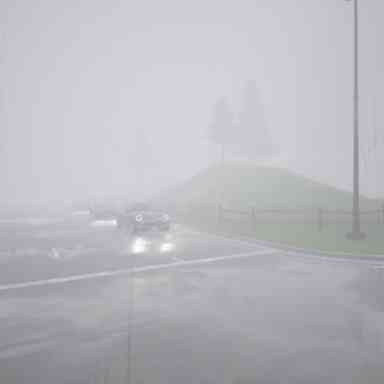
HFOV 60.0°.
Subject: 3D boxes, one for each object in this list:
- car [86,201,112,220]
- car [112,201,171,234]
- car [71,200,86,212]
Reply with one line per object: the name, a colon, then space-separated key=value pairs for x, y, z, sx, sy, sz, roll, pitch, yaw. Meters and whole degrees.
car: x=-7.548 y=1.619 z=28.645 sx=1.994 sy=1.385 sz=4.181 roll=0 pitch=0 yaw=-26
car: x=-2.952 y=1.387 z=19.616 sx=2.097 sy=1.767 sz=4.553 roll=0 pitch=0 yaw=-27
car: x=-13.269 y=1.642 z=39.883 sx=1.994 sy=1.385 sz=4.181 roll=0 pitch=0 yaw=-27
